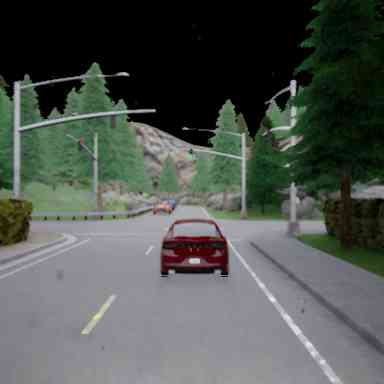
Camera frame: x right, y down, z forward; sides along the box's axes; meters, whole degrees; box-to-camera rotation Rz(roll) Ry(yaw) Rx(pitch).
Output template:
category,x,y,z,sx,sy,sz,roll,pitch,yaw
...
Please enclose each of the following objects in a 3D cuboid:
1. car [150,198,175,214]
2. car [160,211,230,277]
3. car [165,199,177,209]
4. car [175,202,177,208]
category,x,y,z,sx,sy,sz,roll,pitch,yaw
car,-3.612,1.813,41.265,2.097,1.767,4.553,0,-1,0
car,0.079,1.599,10.751,1.882,1.535,5.008,0,-1,0
car,-3.835,2.154,60.572,1.882,1.535,5.008,0,-1,-6
car,-3.605,2.041,50.400,1.882,1.535,5.008,0,-1,0
